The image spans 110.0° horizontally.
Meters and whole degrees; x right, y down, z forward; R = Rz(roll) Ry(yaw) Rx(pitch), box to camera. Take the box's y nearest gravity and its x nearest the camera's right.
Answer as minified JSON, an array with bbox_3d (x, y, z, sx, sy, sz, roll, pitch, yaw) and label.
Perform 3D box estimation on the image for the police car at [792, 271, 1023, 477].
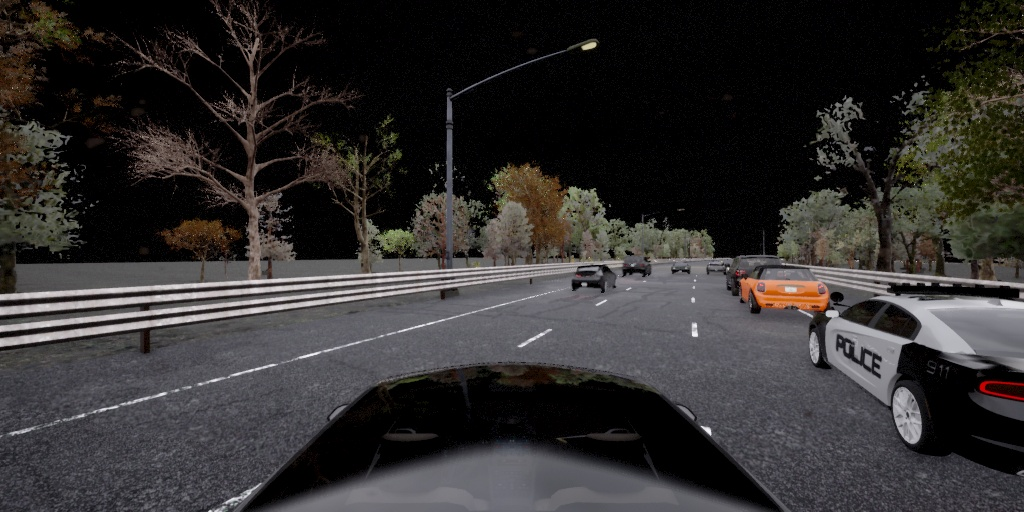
[{"bbox_3d":[5.603,1.175,4.695,1.930,1.638,5.238,0,0,26],"label":"police car"}]

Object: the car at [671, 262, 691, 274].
[{"bbox_3d":[19.294,1.370,40.810,1.895,1.301,4.718,0,0,29],"label":"car"}]

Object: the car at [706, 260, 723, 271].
[{"bbox_3d":[28.854,1.333,50.974,2.033,1.411,5.357,0,0,30],"label":"car"}]

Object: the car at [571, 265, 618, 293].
[{"bbox_3d":[4.926,1.257,21.112,1.837,1.490,4.892,0,0,27],"label":"car"}]

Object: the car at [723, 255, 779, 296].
[{"bbox_3d":[12.626,0.978,18.758,2.150,2.045,5.566,0,0,27],"label":"car"}]

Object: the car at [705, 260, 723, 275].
[{"bbox_3d":[22.407,1.261,39.332,2.128,1.511,4.902,0,0,29],"label":"car"}]

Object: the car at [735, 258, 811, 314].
[{"bbox_3d":[9.918,1.102,13.421,2.097,1.767,4.553,0,0,27],"label":"car"}]

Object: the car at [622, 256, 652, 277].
[{"bbox_3d":[12.363,0.984,35.336,2.150,2.045,5.566,0,0,28],"label":"car"}]
